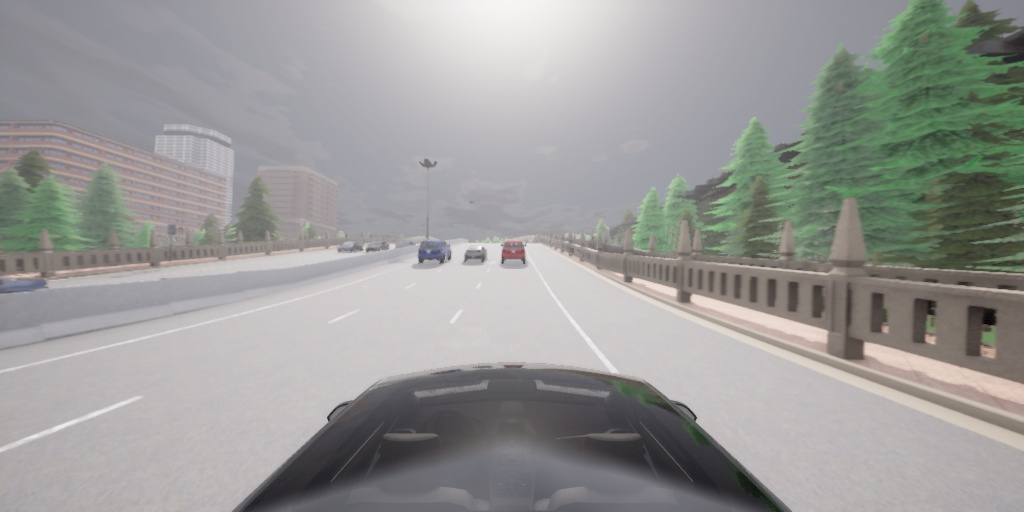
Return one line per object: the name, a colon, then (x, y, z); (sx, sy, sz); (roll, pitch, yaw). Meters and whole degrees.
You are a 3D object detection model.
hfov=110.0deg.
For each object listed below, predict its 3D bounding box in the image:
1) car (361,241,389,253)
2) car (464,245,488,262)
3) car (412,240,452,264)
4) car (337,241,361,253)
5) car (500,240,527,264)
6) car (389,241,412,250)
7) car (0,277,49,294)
car: (-17.434, -1.231, 46.708); (1.837, 1.490, 4.892); (0, 5, 0)
car: (-3.348, -0.298, 33.745); (2.128, 1.511, 4.902); (0, 4, 1)
car: (-6.861, -0.462, 32.273); (2.150, 2.045, 5.566); (0, 5, 1)
car: (-20.931, -1.200, 46.582); (1.812, 1.442, 4.674); (0, 4, 1)
car: (0.140, -0.470, 32.406); (2.150, 2.045, 5.566); (0, 5, 1)
car: (-13.938, -1.237, 46.808); (1.837, 1.490, 4.892); (0, 5, 0)
car: (-17.567, 1.195, 10.544); (2.033, 1.411, 5.357); (0, 2, 0)
